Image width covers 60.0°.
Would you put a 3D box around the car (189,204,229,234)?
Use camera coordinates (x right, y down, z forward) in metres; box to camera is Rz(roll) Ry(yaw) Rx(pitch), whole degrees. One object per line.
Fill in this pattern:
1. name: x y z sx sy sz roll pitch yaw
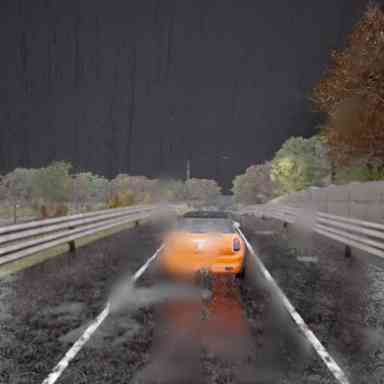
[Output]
1. car: 1.095 1.559 20.591 2.128 1.511 4.902 0 -1 4

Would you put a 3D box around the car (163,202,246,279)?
1. car: 0.421 1.351 10.229 2.097 1.767 4.553 0 0 3

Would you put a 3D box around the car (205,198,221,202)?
1. car: 2.312 1.759 36.229 2.150 2.045 5.566 0 -3 4
